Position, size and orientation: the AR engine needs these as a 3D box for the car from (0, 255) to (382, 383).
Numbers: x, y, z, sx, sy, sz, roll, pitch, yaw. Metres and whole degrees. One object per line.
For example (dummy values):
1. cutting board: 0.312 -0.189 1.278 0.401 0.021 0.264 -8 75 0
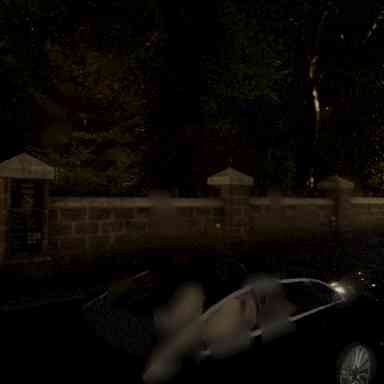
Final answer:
1. car: 0.077 1.514 3.433 4.902 1.511 2.128 1 0 -35
